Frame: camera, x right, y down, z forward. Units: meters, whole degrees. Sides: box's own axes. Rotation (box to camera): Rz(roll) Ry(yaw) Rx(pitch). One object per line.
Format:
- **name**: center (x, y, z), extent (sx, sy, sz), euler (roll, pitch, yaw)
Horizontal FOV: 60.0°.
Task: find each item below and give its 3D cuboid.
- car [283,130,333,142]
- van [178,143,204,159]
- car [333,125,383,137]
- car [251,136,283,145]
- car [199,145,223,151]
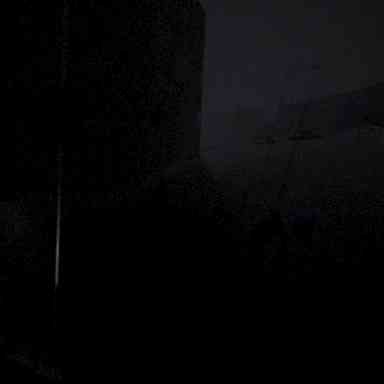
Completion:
- **car**: center (11.571, -5.190, 32.157), extent (2.185, 1.767, 4.553), euler (1, 2, -32)
- **van**: center (-0.188, -6.209, 50.646), extent (1.878, 1.987, 4.442), euler (1, 2, -32)
- **car**: center (14.608, -4.776, 27.377), extent (2.002, 1.452, 4.674), euler (1, 2, -33)
- **car**: center (8.611, -5.427, 36.811), extent (2.185, 1.767, 4.553), euler (1, 2, -33)
- **car**: center (2.698, -5.763, 46.101), extent (2.231, 1.521, 4.892), euler (1, 2, -32)
